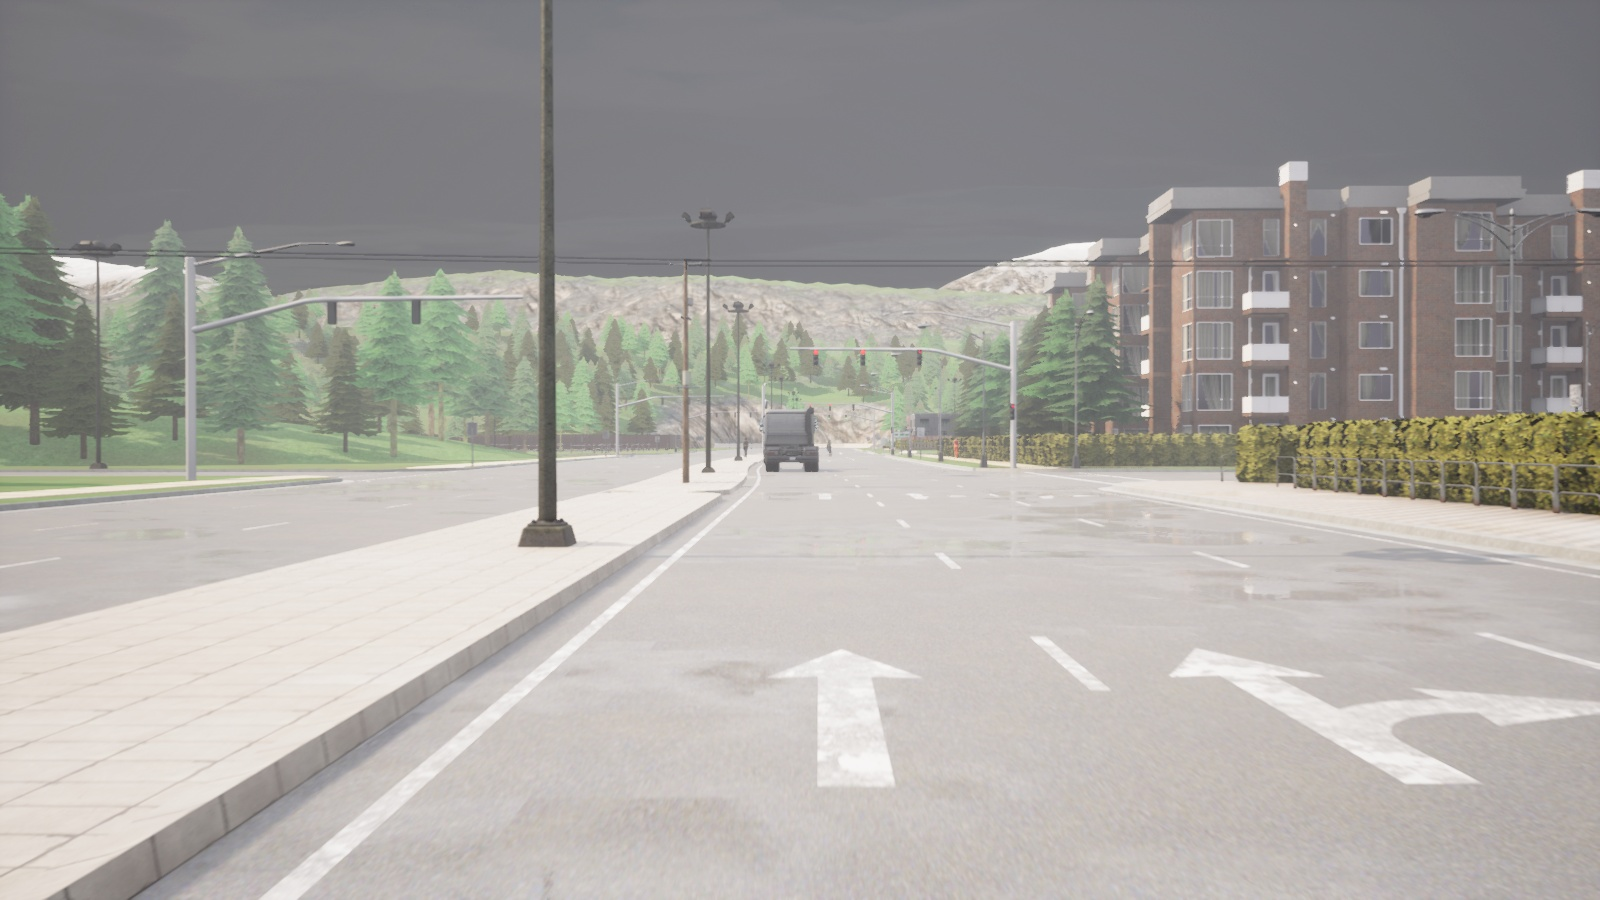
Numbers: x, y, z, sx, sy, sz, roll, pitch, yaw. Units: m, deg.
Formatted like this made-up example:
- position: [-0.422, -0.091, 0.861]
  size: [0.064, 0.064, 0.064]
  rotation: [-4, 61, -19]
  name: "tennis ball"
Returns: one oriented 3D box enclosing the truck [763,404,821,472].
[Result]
- position: [-0.529, -0.619, 68.012]
  size: [2.891, 3.462, 7.936]
  rotation: [0, 0, -2]
  name: "truck"
